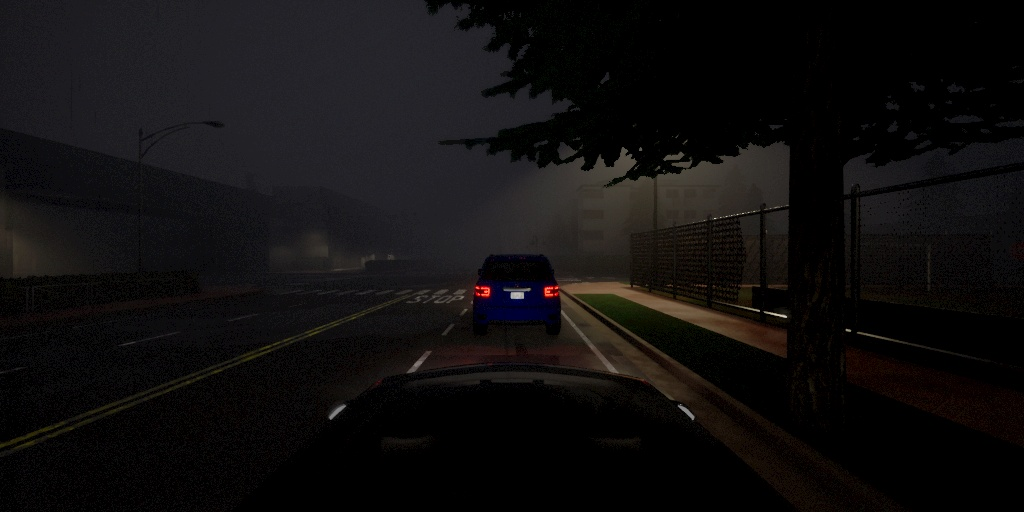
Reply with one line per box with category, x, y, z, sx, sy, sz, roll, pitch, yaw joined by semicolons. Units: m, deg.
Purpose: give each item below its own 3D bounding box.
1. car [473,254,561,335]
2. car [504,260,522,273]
car;0.124;0.972;10.649;2.150;2.045;5.566;0;0;0
car;0.069;1.242;45.524;2.128;1.511;4.902;0;0;0
